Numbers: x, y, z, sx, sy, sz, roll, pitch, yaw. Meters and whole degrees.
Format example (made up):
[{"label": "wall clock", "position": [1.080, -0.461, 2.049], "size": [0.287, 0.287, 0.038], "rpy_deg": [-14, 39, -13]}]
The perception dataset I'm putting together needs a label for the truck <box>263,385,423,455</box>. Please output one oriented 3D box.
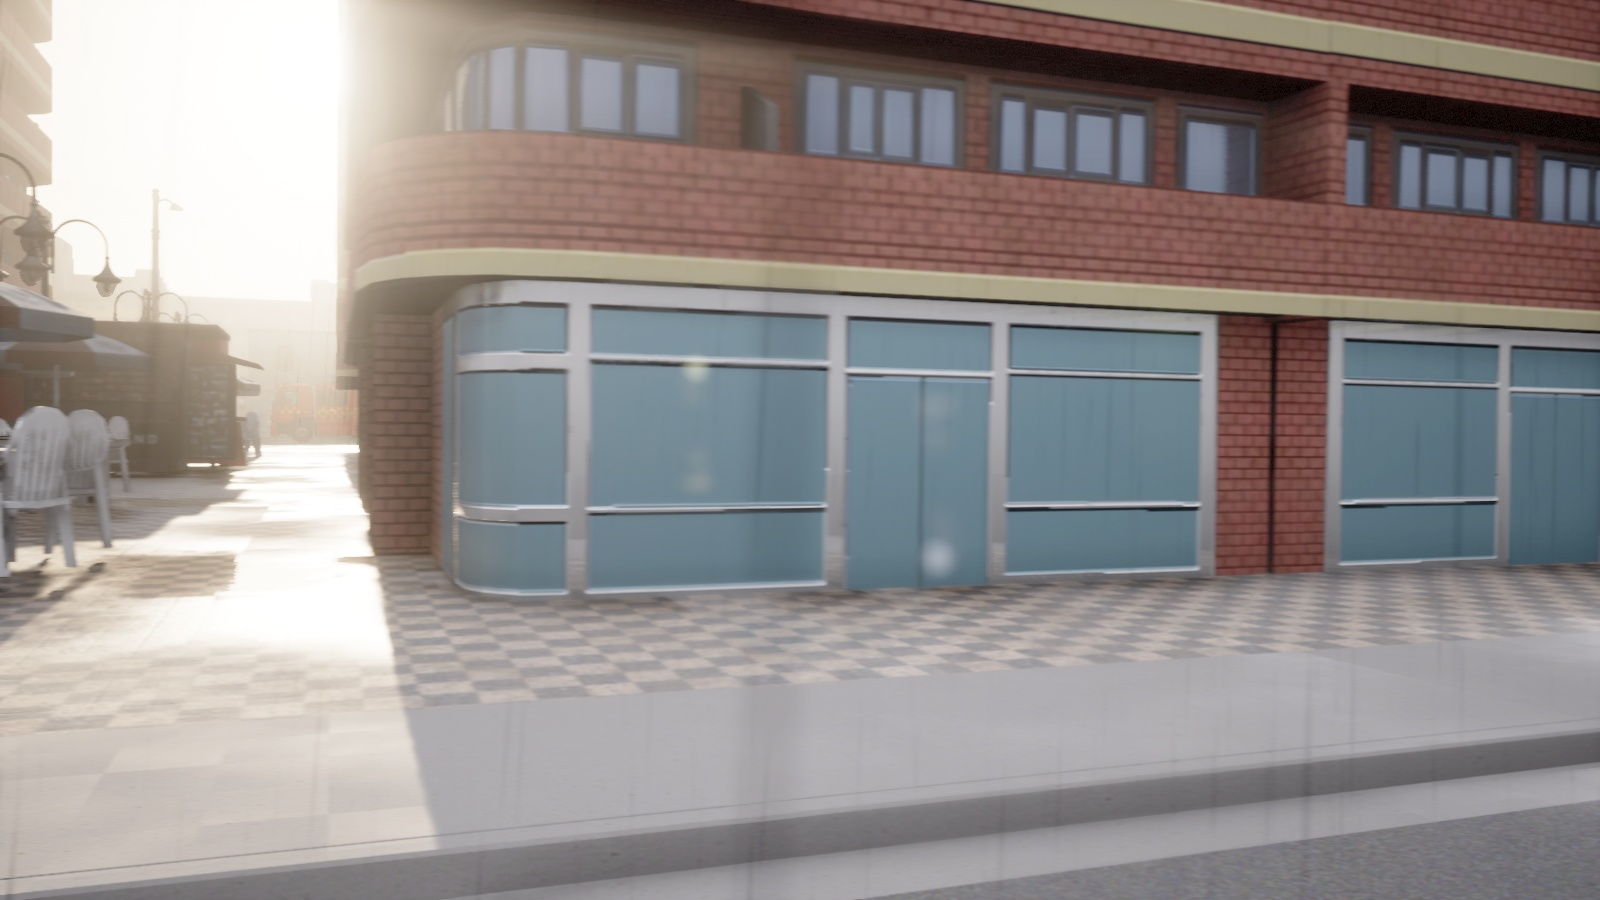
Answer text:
[{"label": "truck", "position": [-26.540, -1.780, 73.202], "size": [8.468, 3.827, 2.891], "rpy_deg": [-2, 1, -21]}]
